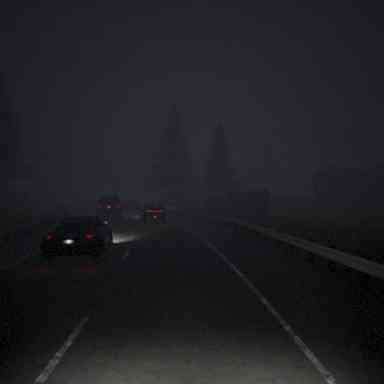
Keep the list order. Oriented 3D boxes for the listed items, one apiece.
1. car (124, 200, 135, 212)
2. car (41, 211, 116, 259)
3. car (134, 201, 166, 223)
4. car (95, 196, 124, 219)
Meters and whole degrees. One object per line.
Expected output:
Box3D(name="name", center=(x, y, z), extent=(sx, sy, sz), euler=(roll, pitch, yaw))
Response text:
Box3D(name="car", center=(-8.152, 1.740, 43.162), extent=(1.882, 1.535, 5.008), euler=(0, -1, -21))
Box3D(name="car", center=(-4.345, 1.644, 13.072), extent=(1.994, 1.385, 4.181), euler=(0, 0, -7))
Box3D(name="car", center=(-3.299, 1.658, 27.306), extent=(2.128, 1.511, 4.902), euler=(0, 0, -13))
Box3D(name="car", center=(-7.784, 1.410, 30.964), extent=(2.150, 2.045, 5.566), euler=(0, 0, -15))
